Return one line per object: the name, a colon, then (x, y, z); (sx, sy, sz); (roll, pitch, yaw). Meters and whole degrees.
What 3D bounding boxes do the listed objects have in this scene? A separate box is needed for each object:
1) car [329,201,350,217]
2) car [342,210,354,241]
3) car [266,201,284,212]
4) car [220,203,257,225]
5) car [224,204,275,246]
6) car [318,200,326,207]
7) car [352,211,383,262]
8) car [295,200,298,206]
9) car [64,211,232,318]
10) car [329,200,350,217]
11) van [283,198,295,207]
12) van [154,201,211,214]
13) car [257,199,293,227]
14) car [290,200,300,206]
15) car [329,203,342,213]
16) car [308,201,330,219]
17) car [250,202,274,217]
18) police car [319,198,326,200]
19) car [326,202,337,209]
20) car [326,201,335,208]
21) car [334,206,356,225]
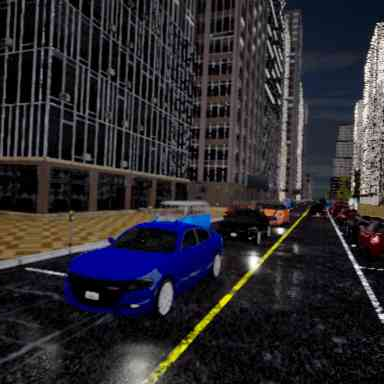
car: (19.818, 2.176, 44.905); (2.192, 1.841, 5.009); (3, 0, 21)
car: (9.652, 1.986, 18.340); (1.947, 1.339, 4.313); (3, 0, 21)
car: (11.999, 2.080, 47.937); (1.947, 1.339, 4.313); (3, 0, 21)
car: (3.820, 1.703, 26.706); (1.887, 1.381, 4.507); (3, 0, 21)
car: (2.690, 1.590, 16.544); (1.882, 1.535, 5.008); (3, 0, 21)
car: (34.074, 2.988, 86.977); (1.837, 1.490, 4.892); (3, 0, 21)
car: (7.668, 1.774, 13.011); (1.967, 1.590, 4.097); (3, 0, 21)
car: (22.214, 2.525, 74.481); (1.947, 1.339, 4.313); (3, 0, 21)
car: (-0.710, 1.443, 7.711); (1.882, 1.535, 5.008); (3, 0, 21)
car: (17.775, 2.087, 39.596); (2.192, 1.841, 5.009); (3, 0, 21)
van: (18.140, 2.122, 63.862); (1.690, 1.788, 3.998); (3, 0, 21)
van: (-0.359, 1.318, 16.129); (1.690, 1.788, 3.998); (3, 0, 21)
car: (6.329, 1.622, 25.903); (2.097, 1.767, 4.553); (3, 0, 22)
car: (26.301, 2.689, 85.099); (2.008, 1.369, 4.403); (3, 0, 21)
car: (23.954, 2.566, 55.681); (1.752, 1.417, 4.829); (3, 0, 21)
car: (14.115, 2.116, 37.337); (1.837, 1.490, 4.892); (3, 0, 21)
car: (7.912, 1.902, 37.318); (1.947, 1.339, 4.313); (3, 0, 21)
police car: (30.526, 2.752, 77.747); (1.930, 1.638, 5.238); (3, 0, 21)
car: (30.020, 2.856, 71.449); (2.008, 1.369, 4.403); (3, 0, 21)
car: (34.106, 3.035, 82.067); (2.008, 1.369, 4.403); (3, 0, 21)
car: (13.675, 2.176, 28.980); (1.802, 1.307, 4.206); (3, 0, 21)
